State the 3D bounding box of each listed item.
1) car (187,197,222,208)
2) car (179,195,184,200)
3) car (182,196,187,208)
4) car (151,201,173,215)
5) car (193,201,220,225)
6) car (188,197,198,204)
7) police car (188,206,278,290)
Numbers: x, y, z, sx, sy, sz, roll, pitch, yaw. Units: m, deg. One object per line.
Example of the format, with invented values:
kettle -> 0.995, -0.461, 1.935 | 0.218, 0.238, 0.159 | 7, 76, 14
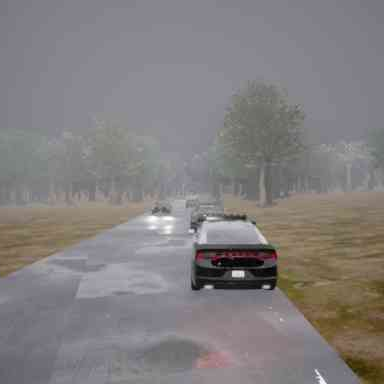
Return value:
car -> 0.953, 1.347, 19.038 | 2.097, 1.767, 4.553 | 0, 0, 0
car -> -2.726, 1.673, 94.049 | 1.994, 1.385, 4.181 | 0, 0, 0
car -> 0.130, 1.506, 47.302 | 2.128, 1.511, 4.902 | 0, 0, 1
car -> -3.003, 1.605, 33.738 | 1.895, 1.301, 4.718 | 0, 0, 0
car -> 0.971, 1.504, 25.067 | 1.837, 1.490, 4.892 | 0, 0, 0
car -> 0.128, 1.635, 63.777 | 1.895, 1.301, 4.718 | 0, 0, 0
police car -> 0.924, 1.421, 9.176 | 1.930, 1.638, 5.238 | 0, 0, 0
